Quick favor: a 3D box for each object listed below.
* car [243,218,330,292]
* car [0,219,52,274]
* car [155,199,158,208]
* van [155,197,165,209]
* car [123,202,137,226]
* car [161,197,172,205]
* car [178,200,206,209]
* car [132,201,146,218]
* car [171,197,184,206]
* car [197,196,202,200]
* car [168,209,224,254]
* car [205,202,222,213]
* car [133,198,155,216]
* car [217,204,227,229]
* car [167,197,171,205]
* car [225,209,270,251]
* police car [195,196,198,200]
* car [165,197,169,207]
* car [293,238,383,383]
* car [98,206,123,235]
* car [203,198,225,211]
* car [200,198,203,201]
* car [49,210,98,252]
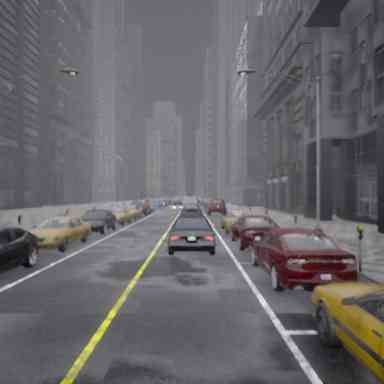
[{"bbox_3d":[2.753,1.630,9.065,1.887,1.381,4.507,0,-1,0],"label":"car"},{"bbox_3d":[-5.772,1.651,9.050,1.947,1.339,4.313,0,-1,0],"label":"car"},{"bbox_3d":[-5.801,1.933,42.723,1.752,1.417,4.829,0,-1,0],"label":"car"},{"bbox_3d":[-5.811,1.864,54.176,1.690,1.788,3.998,0,-1,0],"label":"van"},{"bbox_3d":[-5.786,1.769,25.802,1.752,1.417,4.829,0,-1,0],"label":"car"},{"bbox_3d":[-5.830,2.072,76.738,2.192,1.841,5.009,0,-1,0],"label":"car"},{"bbox_3d":[-0.021,1.785,29.303,1.837,1.490,4.892,0,0,0],"label":"car"},{"bbox_3d":[-5.791,1.823,31.442,1.752,1.417,4.829,0,-1,0],"label":"car"},{"bbox_3d":[-3.059,2.289,70.970,1.895,1.301,4.718,0,-1,0],"label":"car"},{"bbox_3d":[2.700,2.138,71.108,1.967,1.590,4.097,0,-1,0],"label":"car"},{"bbox_3d":[-0.011,1.679,13.986,2.033,1.411,5.357,0,-1,0],"label":"car"},{"bbox_3d":[2.724,1.961,42.907,2.008,1.369,4.403,0,-1,0],"label":"car"},{"bbox_3d":[-5.797,1.669,37.255,2.192,1.841,5.009,0,-1,0],"label":"car"},{"bbox_3d":[2.743,1.718,20.516,1.752,1.417,4.829,0,-1,0],"label":"car"},{"bbox_3d":[-5.821,1.954,65.457,2.192,1.841,5.009,0,-1,0],"label":"car"},{"bbox_3d":[2.748,1.682,14.706,1.887,1.381,4.507,0,-1,0],"label":"car"},{"bbox_3d":[2.296,2.266,84.884,1.930,1.638,5.238,0,-1,0],"label":"police car"},{"bbox_3d":[-5.815,2.131,59.814,2.008,1.369,4.403,0,-1,0],"label":"car"},{"bbox_3d":[2.757,1.559,3.595,1.752,1.417,4.829,0,-1,0],"label":"car"},{"bbox_3d":[-5.782,1.757,20.331,1.947,1.339,4.313,0,-1,0],"label":"car"},{"bbox_3d":[2.728,1.669,37.269,2.192,1.841,5.009,0,-1,0],"label":"car"},{"bbox_3d":[2.715,2.074,54.187,2.008,1.369,4.403,0,-1,0],"label":"car"},{"bbox_3d":[-5.777,1.662,14.521,1.752,1.417,4.829,0,-1,0],"label":"car"}]
